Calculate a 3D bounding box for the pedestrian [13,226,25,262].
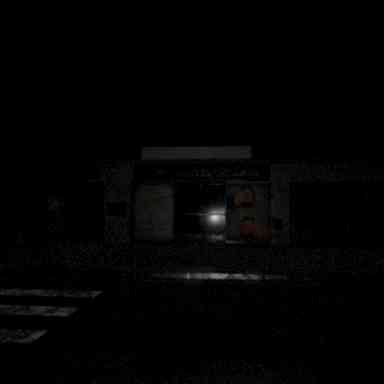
[{"bbox_3d":[-5.566,1.689,10.754,0.500,1.100,0.500,0,-1,6],"label":"pedestrian"}]
